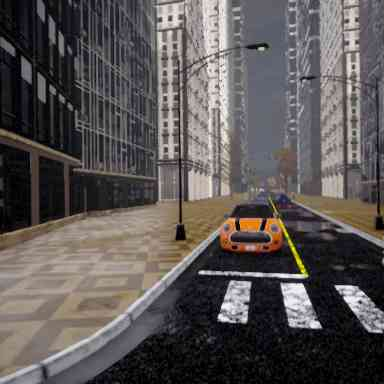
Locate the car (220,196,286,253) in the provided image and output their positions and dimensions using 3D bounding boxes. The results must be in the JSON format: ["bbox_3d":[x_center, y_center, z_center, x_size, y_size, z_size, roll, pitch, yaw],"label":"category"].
[{"bbox_3d":[2.370,1.201,13.006,2.097,1.767,4.553,-1,1,12],"label":"car"}]

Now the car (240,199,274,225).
[{"bbox_3d":[4.560,1.273,22.955,2.033,1.411,5.357,-1,1,13],"label":"car"}]

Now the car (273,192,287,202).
[{"bbox_3d":[14.862,0.817,56.192,2.033,1.411,5.357,-1,1,12],"label":"car"}]

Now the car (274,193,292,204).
[{"bbox_3d":[12.741,0.916,46.530,1.812,1.442,4.674,-1,1,12],"label":"car"}]

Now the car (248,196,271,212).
[{"bbox_3d":[6.841,1.144,33.337,2.033,1.411,5.357,-1,1,13],"label":"car"}]

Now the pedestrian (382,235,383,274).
[{"bbox_3d":[5.006,1.528,8.454,0.500,1.100,0.500,0,0,12],"label":"pedestrian"}]
